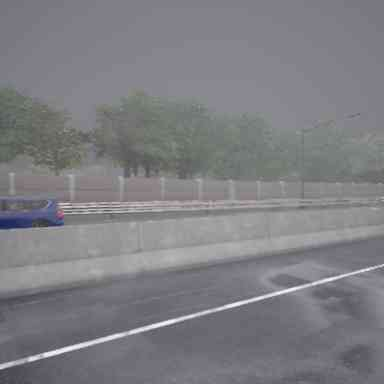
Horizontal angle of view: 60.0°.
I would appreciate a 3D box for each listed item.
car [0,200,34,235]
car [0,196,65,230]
[{"bbox_3d":[-11.060,1.352,17.592,4.553,1.767,2.097,0,0,-35],"label":"car"},{"bbox_3d":[-8.684,1.221,14.991,5.566,2.045,2.150,0,0,-35],"label":"car"}]
